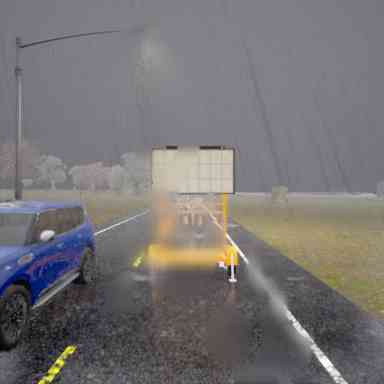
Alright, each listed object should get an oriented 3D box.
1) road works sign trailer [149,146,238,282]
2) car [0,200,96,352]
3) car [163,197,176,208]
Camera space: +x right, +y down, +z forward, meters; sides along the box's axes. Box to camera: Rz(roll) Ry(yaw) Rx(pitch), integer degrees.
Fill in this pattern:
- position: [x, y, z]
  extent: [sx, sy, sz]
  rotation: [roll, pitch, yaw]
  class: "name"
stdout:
- position: [0.034, 0.465, 9.769]
  extent: [2.380, 3.560, 2.880]
  rotation: [0, 0, 0]
  class: "road works sign trailer"
- position: [-3.578, 1.222, 6.531]
  extent: [2.150, 2.045, 5.566]
  rotation: [0, 0, 0]
  class: "car"
- position: [-3.420, 1.507, 48.270]
  extent: [1.837, 1.490, 4.892]
  rotation: [0, 0, 0]
  class: "car"
